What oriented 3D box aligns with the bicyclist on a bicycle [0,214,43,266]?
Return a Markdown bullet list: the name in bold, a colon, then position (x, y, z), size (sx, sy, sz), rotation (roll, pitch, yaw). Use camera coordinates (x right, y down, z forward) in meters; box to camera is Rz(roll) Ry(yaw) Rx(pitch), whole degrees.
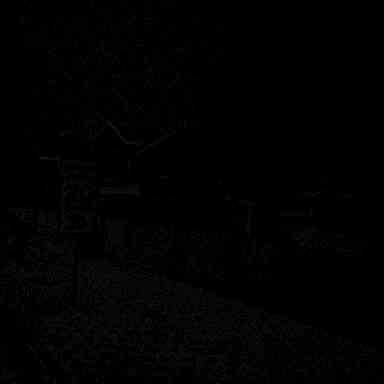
- **bicyclist on a bicycle**: position (-5.532, 1.519, 10.477), size (1.656, 1.620, 0.582), rotation (4, -3, -39)
